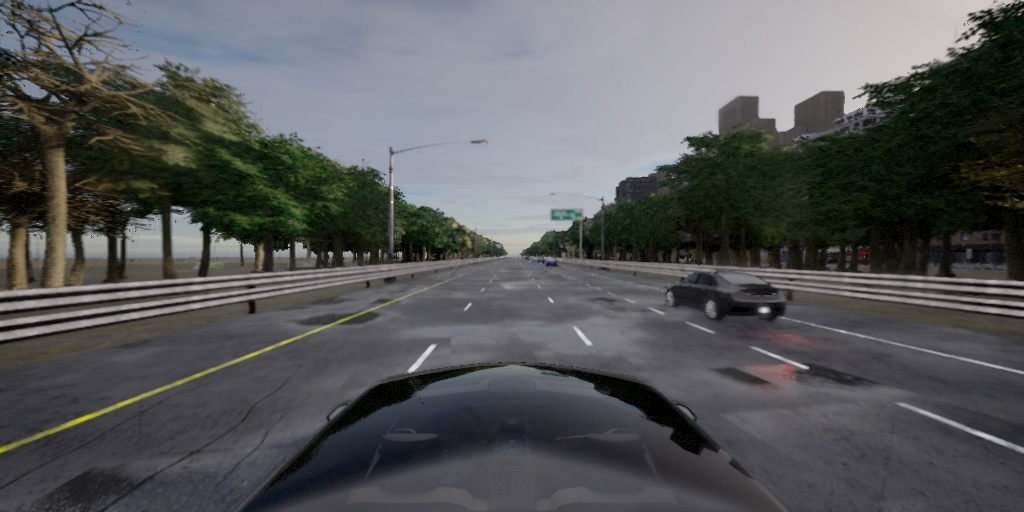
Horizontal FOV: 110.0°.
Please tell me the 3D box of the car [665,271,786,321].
[{"bbox_3d":[7.008,1.260,12.382,1.837,1.490,4.892,0,0,0],"label":"car"}]
